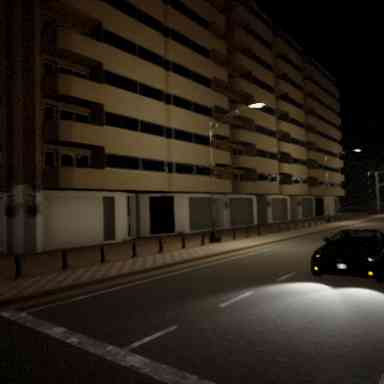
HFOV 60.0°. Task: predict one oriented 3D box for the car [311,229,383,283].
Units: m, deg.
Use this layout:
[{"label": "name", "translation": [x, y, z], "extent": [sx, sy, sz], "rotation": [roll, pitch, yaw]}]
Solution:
[{"label": "car", "translation": [5.418, 1.915, 10.832], "extent": [1.994, 1.385, 4.181], "rotation": [-4, -4, 39]}]
